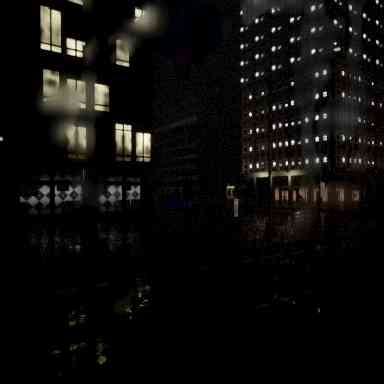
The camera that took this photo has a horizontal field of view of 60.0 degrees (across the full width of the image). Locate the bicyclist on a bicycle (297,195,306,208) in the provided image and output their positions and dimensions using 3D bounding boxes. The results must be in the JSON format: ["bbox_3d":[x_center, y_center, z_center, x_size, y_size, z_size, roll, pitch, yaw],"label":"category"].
[{"bbox_3d":[12.833,1.117,39.125,1.656,1.620,0.582,-1,1,-34],"label":"bicyclist on a bicycle"}]

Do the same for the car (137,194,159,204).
[{"bbox_3d":[-7.887,1.204,59.802,1.882,1.535,5.008,-1,1,-34],"label":"car"}]

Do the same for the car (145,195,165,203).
[{"bbox_3d":[-7.063,1.238,63.215,1.887,1.381,4.507,0,0,-34],"label":"car"}]

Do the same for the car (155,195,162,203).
[{"bbox_3d":[-3.953,1.035,58.630,2.192,1.841,5.009,0,0,-34],"label":"car"}]

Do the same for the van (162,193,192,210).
[{"bbox_3d":[-1.557,1.210,40.174,1.690,1.788,3.998,0,0,-34],"label":"van"}]
